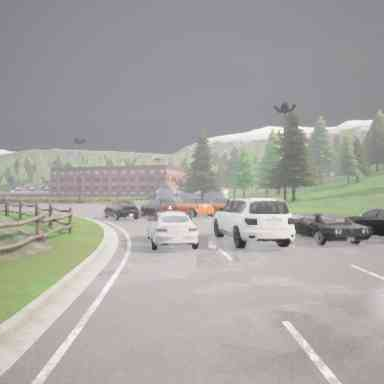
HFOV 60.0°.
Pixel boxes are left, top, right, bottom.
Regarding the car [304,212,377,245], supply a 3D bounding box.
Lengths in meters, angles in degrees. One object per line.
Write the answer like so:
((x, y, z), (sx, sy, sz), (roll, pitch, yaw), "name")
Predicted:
((5.987, 1.616, 15.530), (1.895, 1.301, 4.718), (0, 0, -10), "car")

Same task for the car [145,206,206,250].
((-0.899, 1.533, 14.274), (1.812, 1.442, 4.674), (0, 0, -10), "car")

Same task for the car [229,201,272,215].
((6.040, 1.616, 34.903), (1.895, 1.301, 4.718), (0, 0, -31), "car")

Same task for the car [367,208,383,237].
((9.438, 1.485, 16.114), (1.882, 1.535, 5.008), (0, 0, -10), "car")

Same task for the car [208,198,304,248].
((2.541, 1.258, 14.917), (2.150, 2.045, 5.566), (0, 0, -10), "car")

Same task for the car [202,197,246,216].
((3.076, 1.366, 33.041), (2.097, 1.767, 4.553), (0, 0, -31), "car")

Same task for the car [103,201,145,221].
((-5.926, 1.516, 27.636), (1.837, 1.490, 4.892), (0, 0, -31), "car")

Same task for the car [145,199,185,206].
((-2.915, 1.366, 29.421), (2.097, 1.767, 4.553), (0, 0, -31), "car")

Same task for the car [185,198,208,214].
((0.080, 1.366, 31.231), (2.097, 1.767, 4.553), (0, 0, -31), "car")
